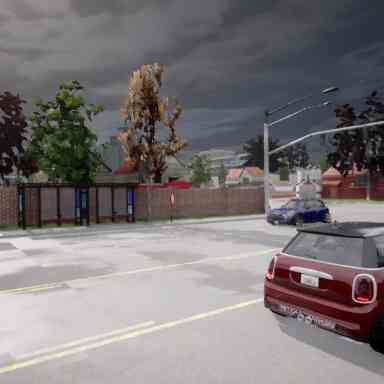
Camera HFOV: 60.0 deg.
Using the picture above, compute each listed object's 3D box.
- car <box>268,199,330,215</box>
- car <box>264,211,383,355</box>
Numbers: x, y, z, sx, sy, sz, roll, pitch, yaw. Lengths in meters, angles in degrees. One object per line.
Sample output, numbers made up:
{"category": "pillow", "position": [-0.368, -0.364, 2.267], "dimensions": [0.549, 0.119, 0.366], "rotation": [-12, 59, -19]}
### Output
{"category": "car", "position": [7.056, 1.284, 21.885], "dimensions": [4.553, 1.767, 2.097], "rotation": [-1, 0, -35]}
{"category": "car", "position": [3.495, 1.343, 6.250], "dimensions": [4.553, 1.767, 2.097], "rotation": [0, 0, -36]}
